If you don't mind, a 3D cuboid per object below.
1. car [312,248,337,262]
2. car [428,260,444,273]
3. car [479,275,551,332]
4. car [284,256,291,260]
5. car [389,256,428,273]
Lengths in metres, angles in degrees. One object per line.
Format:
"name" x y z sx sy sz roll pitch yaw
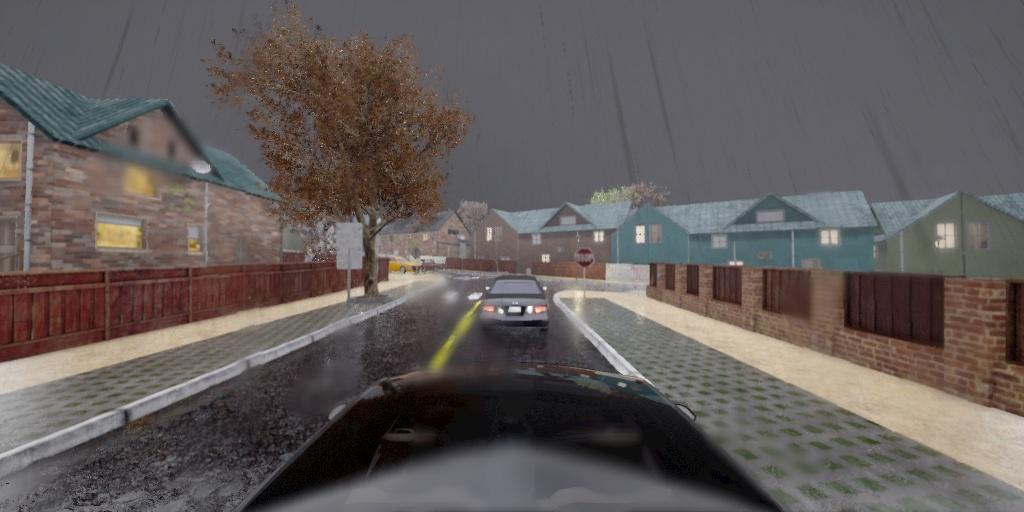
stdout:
"car" -19.787 0.179 39.528 5.566 2.045 2.150 2 0 33
"car" -9.193 0.982 36.337 4.718 1.301 1.895 2 0 32
"car" 0.116 1.284 10.821 2.033 1.411 5.357 0 0 1
"car" -30.050 0.065 45.980 4.892 1.490 1.837 3 0 32
"car" -10.689 0.795 33.837 5.008 1.535 1.882 2 0 32
